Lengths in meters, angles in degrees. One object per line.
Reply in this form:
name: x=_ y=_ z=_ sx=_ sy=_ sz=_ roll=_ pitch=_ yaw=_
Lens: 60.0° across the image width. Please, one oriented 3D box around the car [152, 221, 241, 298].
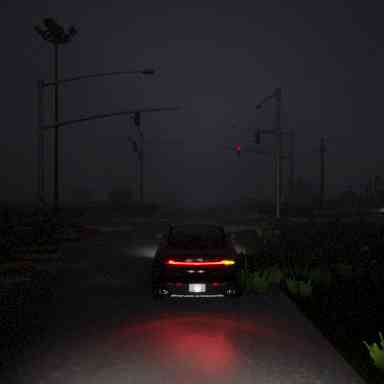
car: x=0.096 y=1.505 z=8.499 sx=1.837 sy=1.490 sz=4.892 roll=0 pitch=0 yaw=0
